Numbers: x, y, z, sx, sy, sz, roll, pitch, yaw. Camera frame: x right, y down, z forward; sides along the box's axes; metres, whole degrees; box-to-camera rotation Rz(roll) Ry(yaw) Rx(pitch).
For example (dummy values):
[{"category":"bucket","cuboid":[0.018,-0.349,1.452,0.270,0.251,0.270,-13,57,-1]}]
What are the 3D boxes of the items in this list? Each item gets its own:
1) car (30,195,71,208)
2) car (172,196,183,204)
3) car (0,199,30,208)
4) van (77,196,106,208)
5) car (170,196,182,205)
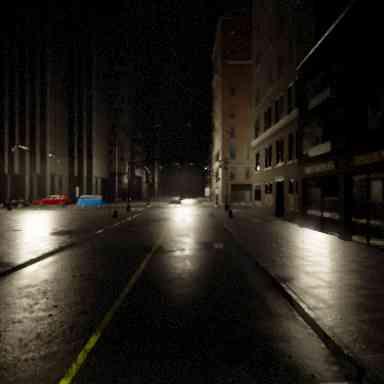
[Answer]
[{"category":"car","cuboid":[-20.369,1.392,48.896,5.009,1.841,2.192,0,0,-1]},{"category":"car","cuboid":[-3.002,1.613,68.092,2.033,1.411,5.357,0,0,0]},{"category":"car","cuboid":[-26.009,1.639,48.809,4.313,1.339,1.947,0,0,-1]},{"category":"van","cuboid":[-14.729,1.419,48.982,3.998,1.788,1.690,0,0,-1]},{"category":"car","cuboid":[-3.003,1.608,60.103,2.033,1.411,5.357,0,0,0]}]
